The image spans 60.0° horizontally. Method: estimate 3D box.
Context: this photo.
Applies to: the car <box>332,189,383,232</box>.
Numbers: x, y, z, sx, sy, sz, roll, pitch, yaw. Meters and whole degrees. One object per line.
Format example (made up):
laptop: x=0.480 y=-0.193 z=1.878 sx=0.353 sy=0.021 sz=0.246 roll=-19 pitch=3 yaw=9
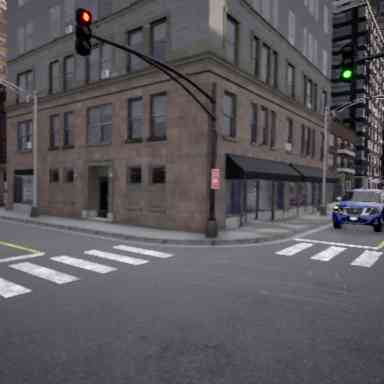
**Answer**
car: x=9.322 y=0.868 z=18.007 sx=2.150 sy=2.045 sz=5.566 roll=2 pitch=2 yaw=37
